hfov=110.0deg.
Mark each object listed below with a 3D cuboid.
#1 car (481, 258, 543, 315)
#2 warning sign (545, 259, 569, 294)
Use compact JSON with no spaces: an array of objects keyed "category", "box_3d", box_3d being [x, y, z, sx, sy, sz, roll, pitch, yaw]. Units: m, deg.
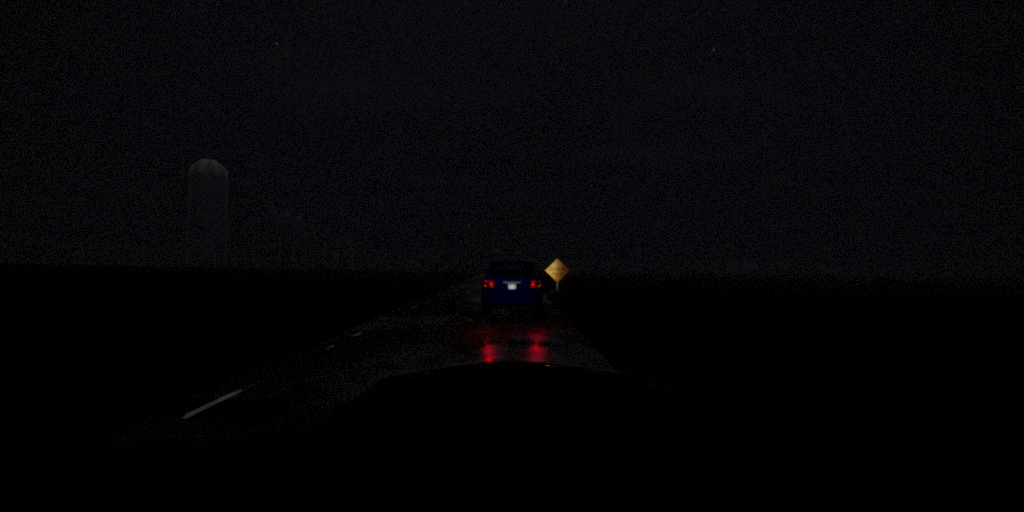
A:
[{"category":"car","box_3d":[0.014,1.115,14.447,2.150,2.045,5.566,0,0,0]},{"category":"warning sign","box_3d":[2.454,1.058,19.249,1.300,1.860,1.060,0,0,0]}]
